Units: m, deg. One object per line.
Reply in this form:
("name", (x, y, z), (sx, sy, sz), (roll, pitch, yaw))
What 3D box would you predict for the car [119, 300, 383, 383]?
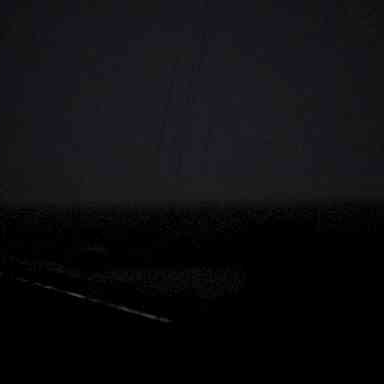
("car", (1.662, 1.603, 2.509), (4.718, 1.301, 1.895), (-1, 0, 36))
